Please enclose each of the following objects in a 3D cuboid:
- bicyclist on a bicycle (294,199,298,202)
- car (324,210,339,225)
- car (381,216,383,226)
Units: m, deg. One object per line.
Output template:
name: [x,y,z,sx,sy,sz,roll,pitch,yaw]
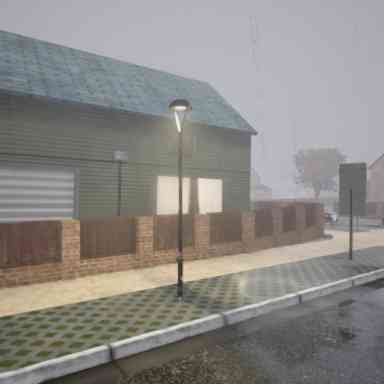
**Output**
bicyclist on a bicycle: [9.734,1.484,31.277,1.656,1.620,0.582,1,-1,-34]
car: [7.858,1.508,23.497,2.128,1.511,4.902,2,-1,-34]
car: [13.922,1.611,19.748,4.674,1.442,1.812,1,0,38]
